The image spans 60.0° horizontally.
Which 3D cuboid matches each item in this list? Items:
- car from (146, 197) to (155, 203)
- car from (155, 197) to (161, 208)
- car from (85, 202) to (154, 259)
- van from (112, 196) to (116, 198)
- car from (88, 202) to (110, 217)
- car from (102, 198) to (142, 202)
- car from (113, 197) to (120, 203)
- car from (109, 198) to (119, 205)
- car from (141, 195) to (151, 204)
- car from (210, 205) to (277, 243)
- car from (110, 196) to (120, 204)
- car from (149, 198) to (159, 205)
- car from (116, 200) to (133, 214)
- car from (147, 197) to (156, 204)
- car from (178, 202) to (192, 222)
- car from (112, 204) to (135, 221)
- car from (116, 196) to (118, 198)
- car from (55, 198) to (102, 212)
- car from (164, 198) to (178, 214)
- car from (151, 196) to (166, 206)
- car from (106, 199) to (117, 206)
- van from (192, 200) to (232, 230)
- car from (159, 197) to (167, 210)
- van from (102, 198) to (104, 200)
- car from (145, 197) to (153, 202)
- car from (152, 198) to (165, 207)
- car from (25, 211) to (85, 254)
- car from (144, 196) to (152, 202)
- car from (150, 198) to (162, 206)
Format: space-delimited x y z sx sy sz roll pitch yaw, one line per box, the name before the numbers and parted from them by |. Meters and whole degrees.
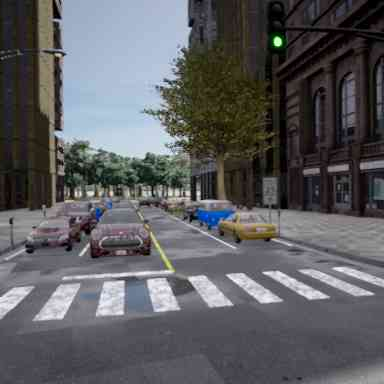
car | -10.445 2.007 82.961 1.947 1.339 4.313 -1 0 -11
car | -3.964 1.803 49.509 2.008 1.369 4.403 -1 0 -11
car | -2.858 1.454 13.305 2.097 1.767 4.553 -1 0 -13
van | -12.336 1.706 47.881 1.690 1.788 3.998 -1 0 -11
car | -10.171 1.850 36.730 2.008 1.369 4.403 -1 0 -11
car | -4.588 1.516 21.944 2.097 1.767 4.553 -1 0 -11
car | -20.942 2.139 92.320 1.752 1.417 4.829 -1 0 -11
car | -17.733 2.068 75.760 1.887 1.381 4.507 -1 0 -11
car | -8.476 1.849 58.834 1.837 1.490 4.892 -1 0 -11
car | 2.484 1.563 16.222 1.752 1.417 4.829 -1 0 -11
car | -18.818 1.869 81.336 2.192 1.841 5.009 -1 0 -11
car | -8.284 1.961 71.810 1.802 1.307 4.206 -1 0 -11
car | -8.169 1.788 40.602 1.837 1.490 4.892 -1 0 -10
car | -9.398 1.937 77.553 1.752 1.417 4.829 -1 0 -11
car | 0.357 1.681 27.207 1.947 1.339 4.313 -1 0 -11
car | -6.307 1.824 30.849 1.895 1.301 4.718 -1 0 -11
car | -13.414 1.838 53.457 1.967 1.590 4.097 -1 0 -11
car | -6.936 1.505 20.002 2.192 1.841 5.009 -1 0 -11
car | -1.836 1.712 38.525 1.752 1.417 4.829 -1 0 -11
car | -5.049 1.600 55.084 2.192 1.841 5.009 -1 0 -11
car | -15.571 2.043 64.608 1.802 1.307 4.206 -1 0 -11
van | 1.432 1.418 21.632 1.690 1.788 3.998 -1 0 -11
car | -2.884 1.764 43.934 1.887 1.381 4.507 -1 0 -11
van | -8.016 1.569 25.578 1.690 1.788 3.998 -1 0 -11
car | -11.558 1.997 88.703 1.752 1.417 4.829 -1 0 -11
car | -6.124 1.867 60.660 2.008 1.369 4.403 -1 0 -11
car | -5.849 1.732 14.424 1.802 1.307 4.206 -1 0 -11
car | -12.608 1.941 94.111 1.967 1.590 4.097 -1 0 -11
car | -7.204 1.899 66.234 2.008 1.369 4.403 -1 0 -11
